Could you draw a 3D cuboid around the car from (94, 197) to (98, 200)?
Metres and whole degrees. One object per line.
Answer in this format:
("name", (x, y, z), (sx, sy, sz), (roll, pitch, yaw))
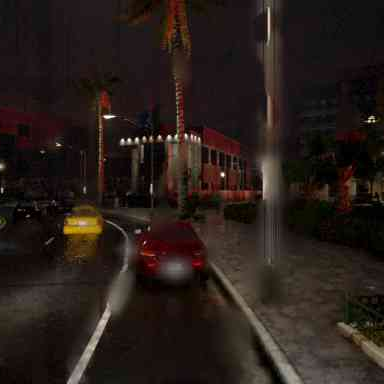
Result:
("car", (-26.644, 1.554, 85.529), (4.718, 1.301, 1.895), (0, 0, 24))

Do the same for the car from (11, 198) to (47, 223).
("car", (-12.723, 1.482, 25.626), (2.128, 1.511, 4.902), (0, 0, -28))

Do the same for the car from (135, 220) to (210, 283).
("car", (-0.665, 1.525, 9.662), (1.812, 1.442, 4.674), (0, 0, -7))

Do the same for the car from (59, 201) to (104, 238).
("car", (-5.752, 1.453, 17.871), (1.801, 1.575, 5.366), (0, 0, -15))

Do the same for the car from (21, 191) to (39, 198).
("car", (-33.931, 1.226, 68.961), (4.553, 1.767, 2.185), (0, 0, 24))

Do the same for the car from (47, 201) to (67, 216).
("car", (-12.962, 1.537, 32.621), (2.033, 1.411, 5.357), (0, 0, -37))
